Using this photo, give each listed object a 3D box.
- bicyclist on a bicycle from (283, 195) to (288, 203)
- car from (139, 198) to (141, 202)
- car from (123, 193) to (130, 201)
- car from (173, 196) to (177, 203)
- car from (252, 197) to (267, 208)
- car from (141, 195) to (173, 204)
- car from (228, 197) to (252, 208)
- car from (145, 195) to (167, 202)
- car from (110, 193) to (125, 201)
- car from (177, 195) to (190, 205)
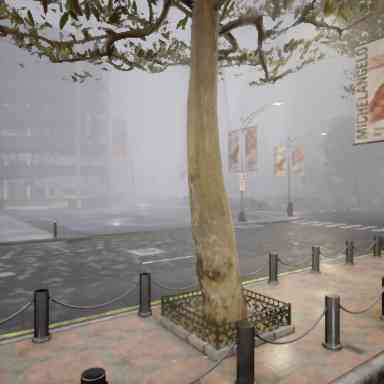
[{"bbox_3d":[17.527,1.299,62.337,1.656,1.620,0.582,0,0,-36],"label":"bicyclist on a bicycle"},{"bbox_3d":[-9.589,1.523,74.201,4.674,1.442,1.812,0,0,26],"label":"car"},{"bbox_3d":[-17.935,1.164,81.196,5.566,2.045,2.150,0,0,11],"label":"car"},{"bbox_3d":[-3.275,1.491,64.969,4.902,1.511,2.128,0,0,44],"label":"car"},{"bbox_3d":[8.932,1.477,49.510,1.882,1.535,5.008,0,0,-37],"label":"car"},{"bbox_3d":[-6.685,1.547,63.376,5.357,1.411,2.033,0,0,41],"label":"car"},{"bbox_3d":[5.626,1.546,48.119,2.033,1.411,5.357,0,0,-36],"label":"car"},{"bbox_3d":[-8.377,1.524,77.501,4.902,1.511,2.128,0,0,26],"label":"car"},{"bbox_3d":[-18.867,1.544,77.822,4.718,1.301,1.895,0,0,11],"label":"car"},{"bbox_3d":[0.140,1.351,55.523,2.097,1.767,4.553,0,0,-38],"label":"car"}]
